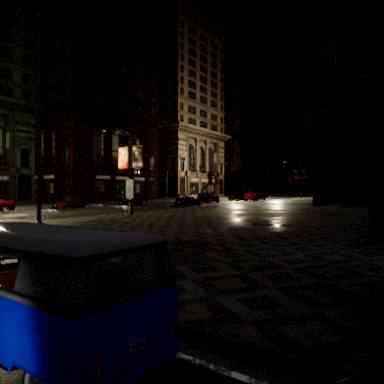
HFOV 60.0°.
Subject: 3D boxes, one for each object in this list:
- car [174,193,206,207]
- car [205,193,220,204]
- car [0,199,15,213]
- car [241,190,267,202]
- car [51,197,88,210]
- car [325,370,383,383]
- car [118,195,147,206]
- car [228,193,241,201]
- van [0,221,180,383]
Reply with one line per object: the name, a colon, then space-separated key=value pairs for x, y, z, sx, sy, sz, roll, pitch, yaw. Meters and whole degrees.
car: x=-0.499 y=1.222 z=42.645 sx=1.994 sy=1.385 sz=4.181 roll=0 pitch=1 yaw=35
car: x=2.563 y=0.882 z=52.706 sx=2.097 sy=1.767 sz=4.553 roll=0 pitch=1 yaw=36
car: x=-19.949 y=1.378 z=32.338 sx=1.882 sy=1.535 sz=5.008 roll=0 pitch=1 yaw=35
car: x=11.406 y=0.618 z=59.525 sx=2.150 sy=2.045 sz=5.566 roll=0 pitch=1 yaw=35
car: x=-14.606 y=1.346 z=39.904 sx=1.994 sy=1.385 sz=4.181 roll=0 pitch=1 yaw=35
car: x=2.548 y=1.575 z=1.266 sx=4.206 sy=1.307 sz=1.802 roll=0 pitch=0 yaw=35
car: x=-8.598 y=1.155 z=48.406 sx=1.837 sy=1.490 sz=4.892 roll=0 pitch=1 yaw=35
car: x=8.373 y=0.879 z=61.030 sx=1.882 sy=1.535 sz=5.008 roll=0 pitch=1 yaw=35
van: x=-2.066 y=1.360 z=4.526 sx=3.998 sy=1.788 sz=1.690 roll=0 pitch=0 yaw=35
